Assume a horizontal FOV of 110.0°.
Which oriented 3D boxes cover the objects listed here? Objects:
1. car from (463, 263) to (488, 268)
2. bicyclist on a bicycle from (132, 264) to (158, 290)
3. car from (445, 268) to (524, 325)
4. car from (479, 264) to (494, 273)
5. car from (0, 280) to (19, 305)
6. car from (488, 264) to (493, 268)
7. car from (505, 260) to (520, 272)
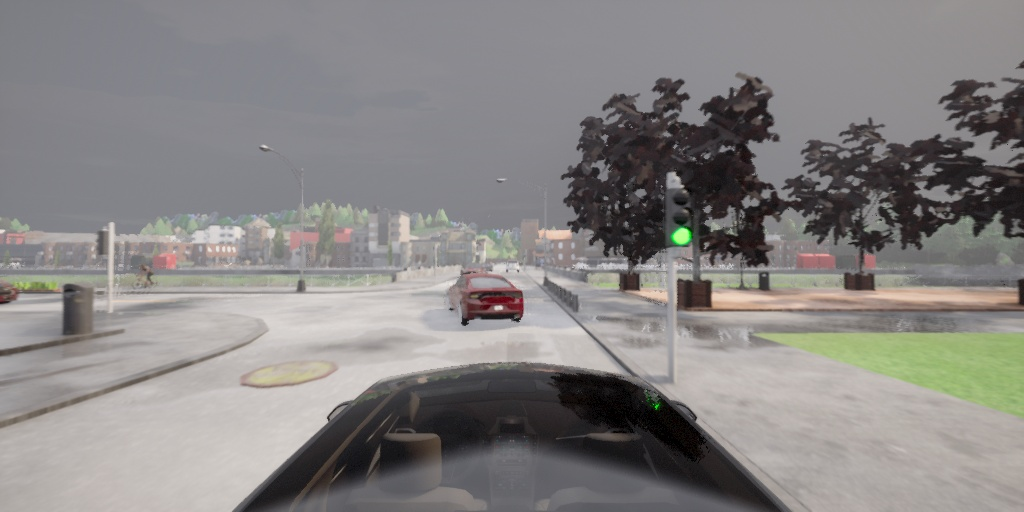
[{"bbox_3d":[-4.096,1.539,38.498,2.097,1.767,4.553,0,-1,0],"label":"car"},{"bbox_3d":[-24.026,1.358,23.489,0.582,1.620,1.656,0,0,0],"label":"bicyclist on a bicycle"},{"bbox_3d":[-1.126,1.357,12.639,1.882,1.535,5.008,1,-1,-17],"label":"car"},{"bbox_3d":[-4.011,1.967,58.113,2.033,1.411,5.357,0,-1,1],"label":"car"},{"bbox_3d":[-24.095,1.262,15.092,4.553,1.767,2.097,0,-1,0],"label":"car"},{"bbox_3d":[-4.081,1.788,47.740,2.128,1.511,4.902,0,-1,0],"label":"car"},{"bbox_3d":[0.100,1.655,59.288,2.150,2.045,5.566,0,-1,0],"label":"car"}]
